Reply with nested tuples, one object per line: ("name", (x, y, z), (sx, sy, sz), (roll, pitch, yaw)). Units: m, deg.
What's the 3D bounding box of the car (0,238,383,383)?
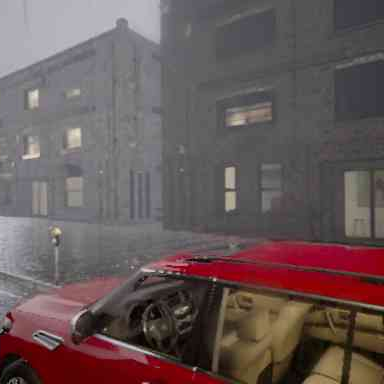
("car", (0.462, 1.313, 2.562), (5.009, 1.841, 2.192), (0, -1, 36))
